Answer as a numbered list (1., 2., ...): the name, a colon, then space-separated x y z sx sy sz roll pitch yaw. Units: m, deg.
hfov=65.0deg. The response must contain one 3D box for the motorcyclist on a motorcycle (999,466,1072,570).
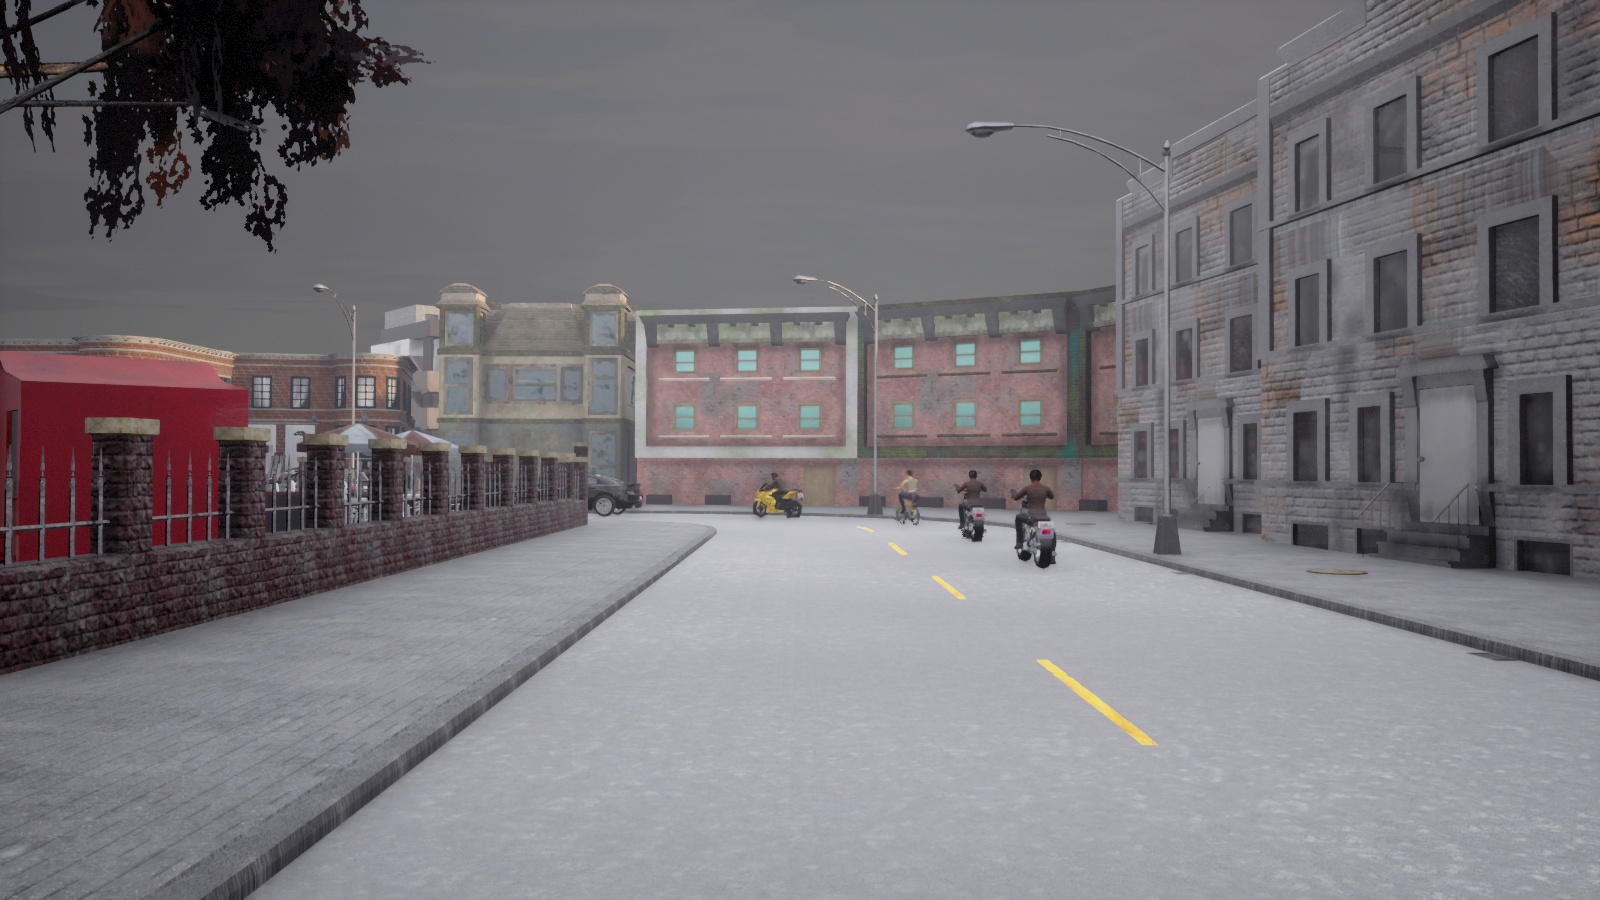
1. motorcyclist on a motorcycle: 3.948 1.104 21.225 0.766 1.649 2.350 0 -1 0

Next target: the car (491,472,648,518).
1. car: -7.933 1.553 43.472 5.008 1.535 1.882 0 -1 6

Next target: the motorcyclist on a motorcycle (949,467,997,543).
1. motorcyclist on a motorcycle: 3.930 1.230 28.679 0.766 1.649 2.350 0 -1 0

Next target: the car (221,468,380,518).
1. car: -17.241 1.457 43.500 4.611 1.667 2.242 0 -1 0

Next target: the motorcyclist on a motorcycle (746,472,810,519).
1. motorcyclist on a motorcycle: -0.738 1.495 41.398 2.044 1.523 0.797 -1 -1 36

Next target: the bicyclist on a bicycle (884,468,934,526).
1. bicyclist on a bicycle: 3.145 1.351 36.452 0.866 1.612 1.509 -1 -1 -20
